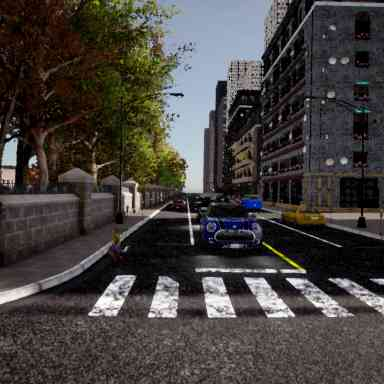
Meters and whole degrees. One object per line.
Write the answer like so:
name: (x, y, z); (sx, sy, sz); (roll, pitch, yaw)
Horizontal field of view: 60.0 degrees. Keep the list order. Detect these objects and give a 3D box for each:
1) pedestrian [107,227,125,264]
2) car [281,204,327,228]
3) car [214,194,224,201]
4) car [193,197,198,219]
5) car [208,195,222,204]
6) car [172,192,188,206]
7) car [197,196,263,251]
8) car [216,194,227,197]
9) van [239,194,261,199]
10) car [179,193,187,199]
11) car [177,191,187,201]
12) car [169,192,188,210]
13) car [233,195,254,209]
pedestrian: (-2.160, 1.515, 9.555); (0.500, 1.100, 0.500); (1, 0, -1)
car: (7.094, 1.470, 21.624); (1.752, 1.417, 4.829); (1, 0, -1)
car: (6.169, 1.191, 76.833); (2.008, 1.369, 4.403); (1, 0, -1)
car: (1.266, 1.353, 23.595); (1.812, 1.442, 4.674); (1, 0, -1)
car: (3.912, 1.301, 56.752); (1.895, 1.301, 4.718); (1, 0, -1)
car: (-1.739, 0.952, 48.999); (2.192, 1.841, 5.009); (1, 0, -1)
car: (1.439, 1.238, 13.553); (2.097, 1.767, 4.553); (1, 0, -1)
car: (4.082, 1.107, 46.709); (2.097, 1.767, 4.553); (1, 0, 0)
van: (6.824, 1.192, 38.067); (1.690, 1.788, 3.998); (1, 0, -1)
car: (-2.394, 0.997, 87.765); (1.947, 1.339, 4.313); (1, 0, -1)
car: (-2.110, 0.832, 71.150); (2.192, 1.841, 5.009); (1, 0, -1)
car: (-1.556, 1.138, 37.924); (1.967, 1.590, 4.097); (1, 0, -1)
car: (6.729, 1.260, 43.606); (1.967, 1.590, 4.097); (1, 0, -1)
